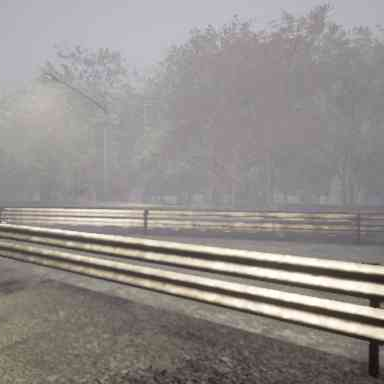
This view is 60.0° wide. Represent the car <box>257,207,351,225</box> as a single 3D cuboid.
[{"bbox_3d":[6.557,1.610,19.957,5.357,1.411,2.033,0,0,18],"label":"car"}]
